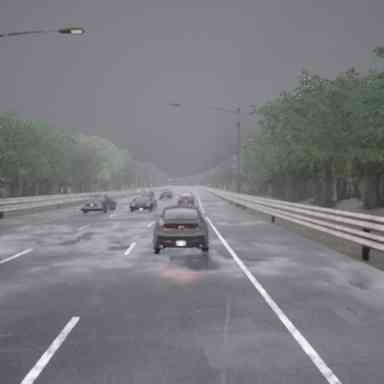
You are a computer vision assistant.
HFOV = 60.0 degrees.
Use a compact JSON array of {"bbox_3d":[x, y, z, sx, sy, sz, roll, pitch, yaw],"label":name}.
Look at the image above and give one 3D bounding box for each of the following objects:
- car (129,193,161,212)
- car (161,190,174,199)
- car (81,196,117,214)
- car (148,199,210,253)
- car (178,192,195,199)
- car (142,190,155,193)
[{"bbox_3d":[-4.181,1.035,29.320,1.895,1.301,4.718,0,1,0],"label":"car"},{"bbox_3d":[-4.041,0.437,53.465,1.837,1.490,4.892,0,1,0],"label":"car"},{"bbox_3d":[-7.685,1.030,27.916,2.033,1.411,5.357,0,1,0],"label":"car"},{"bbox_3d":[-0.393,1.253,12.534,1.837,1.490,4.892,0,1,-1],"label":"car"},{"bbox_3d":[-0.653,0.761,38.118,1.812,1.442,4.674,0,1,0],"label":"car"},{"bbox_3d":[-7.517,0.376,56.636,2.128,1.511,4.902,0,1,0],"label":"car"}]
